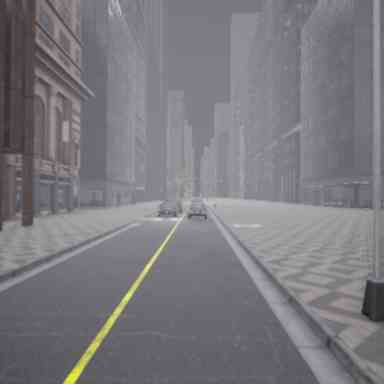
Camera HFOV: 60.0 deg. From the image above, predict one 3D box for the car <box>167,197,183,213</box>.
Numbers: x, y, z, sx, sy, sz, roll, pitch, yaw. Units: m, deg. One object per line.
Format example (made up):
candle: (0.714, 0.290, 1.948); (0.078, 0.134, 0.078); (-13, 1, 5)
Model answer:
car: (-2.335, 1.699, 43.019); (2.150, 2.045, 5.566); (0, 0, 1)

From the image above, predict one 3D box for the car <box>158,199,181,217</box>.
car: (-2.461, 1.809, 35.248); (1.837, 1.490, 4.892); (0, 0, 1)

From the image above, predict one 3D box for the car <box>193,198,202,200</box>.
car: (0.795, 1.780, 47.449); (2.097, 1.767, 4.553); (0, 0, 1)

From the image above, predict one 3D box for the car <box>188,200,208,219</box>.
car: (0.565, 1.847, 32.841); (2.033, 1.411, 5.357); (0, -1, 1)
